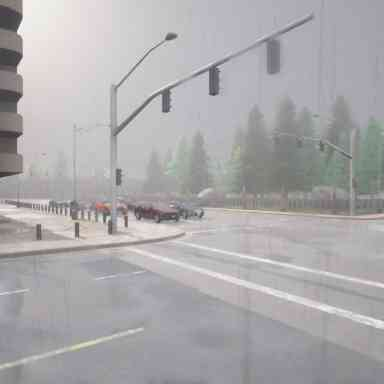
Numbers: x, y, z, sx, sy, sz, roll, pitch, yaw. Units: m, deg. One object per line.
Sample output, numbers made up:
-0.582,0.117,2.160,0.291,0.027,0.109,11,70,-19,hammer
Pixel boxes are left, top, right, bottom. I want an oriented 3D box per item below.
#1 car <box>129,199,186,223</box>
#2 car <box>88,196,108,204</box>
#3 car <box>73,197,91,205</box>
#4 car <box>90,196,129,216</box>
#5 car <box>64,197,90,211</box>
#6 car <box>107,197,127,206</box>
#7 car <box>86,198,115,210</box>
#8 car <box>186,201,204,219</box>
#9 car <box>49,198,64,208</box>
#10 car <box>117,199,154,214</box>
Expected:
-2.851,1.533,26.553,1.882,1.535,5.008,0,0,-36,car
-18.740,1.547,66.049,2.128,1.511,4.902,0,0,-36,car
-20.807,1.656,62.957,1.895,1.301,4.718,0,0,-36,car
-8.320,1.407,33.947,2.097,1.767,4.553,0,0,-36,car
-13.748,1.547,41.307,2.128,1.511,4.902,0,0,-36,car
-13.227,1.581,58.610,1.812,1.442,4.674,0,0,-36,car
-12.552,1.603,45.580,2.033,1.411,5.357,0,0,-36,car
-0.867,1.547,29.758,2.128,1.511,4.902,0,0,-36,car
-20.021,1.603,49.856,2.033,1.411,5.357,0,0,-36,car
-6.385,1.547,37.224,2.128,1.511,4.902,0,0,-36,car
